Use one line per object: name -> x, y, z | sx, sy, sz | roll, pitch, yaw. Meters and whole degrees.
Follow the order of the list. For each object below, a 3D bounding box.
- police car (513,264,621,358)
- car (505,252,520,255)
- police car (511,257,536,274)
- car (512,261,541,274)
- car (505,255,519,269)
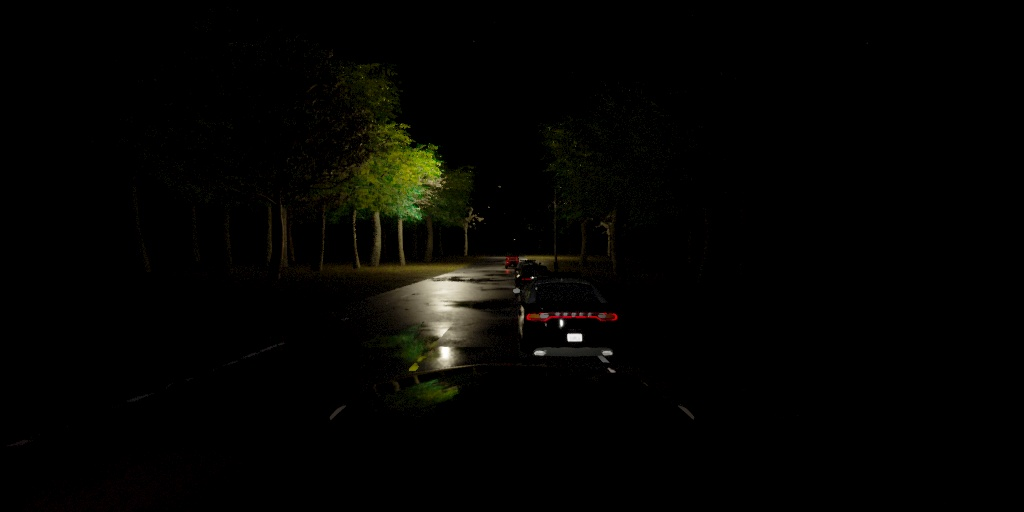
police car -> 1.061, 1.168, 8.630 | 1.930, 1.638, 5.238 | 0, 0, 0
car -> 0.069, 0.305, 60.125 | 2.150, 2.045, 5.566 | 0, 2, 0
police car -> 1.079, 1.074, 24.630 | 1.930, 1.638, 5.238 | 0, 0, 0
car -> 1.072, 1.203, 18.519 | 1.837, 1.490, 4.892 | 0, 0, 0
car -> 0.086, 0.911, 47.239 | 1.812, 1.442, 4.674 | 0, 1, 1
